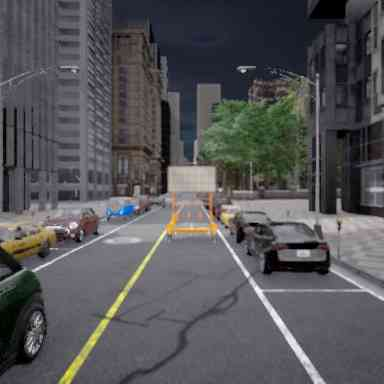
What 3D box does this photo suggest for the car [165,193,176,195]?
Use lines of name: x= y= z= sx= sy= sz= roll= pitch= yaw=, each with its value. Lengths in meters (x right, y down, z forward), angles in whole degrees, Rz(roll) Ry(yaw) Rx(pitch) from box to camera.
car: x=-5.760 y=1.203 z=80.797 sx=2.192 sy=1.841 sz=5.009 roll=0 pitch=0 yaw=0

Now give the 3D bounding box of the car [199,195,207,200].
car: x=2.765 y=1.455 z=86.198 sx=1.802 sy=1.307 sz=4.206 roll=0 pitch=0 yaw=0

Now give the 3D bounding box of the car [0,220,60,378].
car: x=-3.099 y=1.350 z=2.789 sx=2.097 sy=1.767 sz=4.553 roll=0 pitch=0 yaw=0

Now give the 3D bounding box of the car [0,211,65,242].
car: x=-5.762 y=1.517 z=10.165 sx=1.752 sy=1.417 sz=4.829 roll=0 pitch=0 yaw=0

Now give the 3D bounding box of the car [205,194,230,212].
car: x=2.763 y=1.287 z=32.271 sx=2.192 sy=1.841 sz=5.009 roll=0 pitch=0 yaw=0

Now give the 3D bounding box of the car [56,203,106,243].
car: x=-5.762 y=1.427 z=15.823 sx=1.967 sy=1.590 sz=4.097 roll=0 pitch=0 yaw=0

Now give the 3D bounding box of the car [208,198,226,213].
car: x=2.763 y=1.493 z=37.928 sx=1.752 sy=1.417 sz=4.829 roll=0 pitch=0 yaw=0

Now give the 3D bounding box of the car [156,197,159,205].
car: x=-5.761 y=1.513 z=54.237 sx=1.947 sy=1.339 sz=4.313 roll=0 pitch=0 yaw=0

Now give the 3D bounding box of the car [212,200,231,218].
car: x=2.763 y=1.559 z=26.785 sx=1.802 sy=1.307 sz=4.206 roll=0 pitch=0 yaw=0

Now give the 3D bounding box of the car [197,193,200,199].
car: x=2.765 y=1.454 z=80.778 sx=1.947 sy=1.339 sz=4.313 roll=0 pitch=0 yaw=0

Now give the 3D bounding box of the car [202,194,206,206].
car: x=2.764 y=1.277 z=43.244 sx=2.192 sy=1.841 sz=5.009 roll=0 pitch=0 yaw=0

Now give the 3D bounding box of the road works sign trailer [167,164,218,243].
road works sign trailer: x=0.001 y=0.451 z=16.105 sx=2.380 sy=3.560 sz=2.880 roll=0 pitch=0 yaw=0

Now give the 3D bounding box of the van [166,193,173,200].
van: x=-5.760 y=1.215 z=86.217 sx=1.690 sy=1.788 sz=3.998 roll=0 pitch=0 yaw=0

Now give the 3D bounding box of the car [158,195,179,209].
car: x=-3.077 y=1.485 z=45.114 sx=1.812 sy=1.442 sz=4.674 roll=0 pitch=0 yaw=0

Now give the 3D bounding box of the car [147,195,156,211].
car: x=-5.762 y=1.282 z=37.773 sx=2.192 sy=1.841 sz=5.009 roll=0 pitch=0 yaw=0

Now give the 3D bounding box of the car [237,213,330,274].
car: x=2.763 y=1.557 z=10.325 sx=1.947 sy=1.339 sz=4.313 roll=0 pitch=0 yaw=0

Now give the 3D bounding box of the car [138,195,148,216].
car: x=-5.762 y=1.412 z=32.285 sx=1.967 sy=1.590 sz=4.097 roll=0 pitch=0 yaw=0

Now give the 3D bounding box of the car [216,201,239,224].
car: x=2.763 y=1.507 z=21.468 sx=1.752 sy=1.417 sz=4.829 roll=0 pitch=0 yaw=0

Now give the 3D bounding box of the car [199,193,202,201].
car: x=2.764 y=1.262 z=54.219 sx=2.192 sy=1.841 sz=5.009 roll=0 pitch=0 yaw=0

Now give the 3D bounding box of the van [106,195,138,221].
van: x=-5.762 y=1.318 z=26.798 sx=1.690 sy=1.788 sz=3.998 roll=0 pitch=0 yaw=0

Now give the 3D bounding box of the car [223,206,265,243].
car: x=2.763 y=1.552 z=15.811 sx=1.947 sy=1.339 sz=4.313 roll=0 pitch=0 yaw=0
